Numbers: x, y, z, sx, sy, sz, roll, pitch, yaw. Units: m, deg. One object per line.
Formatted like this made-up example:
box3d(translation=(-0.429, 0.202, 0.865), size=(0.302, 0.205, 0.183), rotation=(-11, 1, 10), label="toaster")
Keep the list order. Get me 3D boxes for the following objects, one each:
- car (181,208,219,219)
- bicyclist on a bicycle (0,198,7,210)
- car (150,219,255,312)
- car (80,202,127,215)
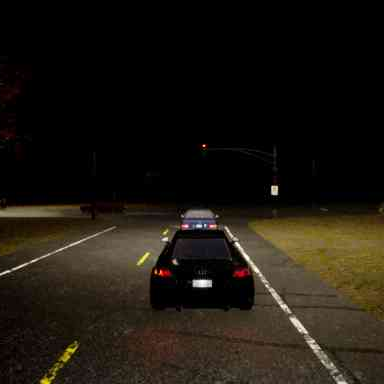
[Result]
box3d(translation=(0.387, 1.530, 17.020), size=(2.033, 1.411, 5.357), rotation=(0, 0, 2), label="car")
box3d(translation=(-25.532, 1.579, 45.049), size=(0.582, 1.620, 1.656), rotation=(-1, 0, 5), label="bicyclist on a bicycle")
box3d(translation=(0.198, 1.558, 7.792), size=(1.994, 1.385, 4.181), rotation=(0, 0, 1), label="car")
box3d(translation=(-9.540, 1.709, 36.074), size=(4.718, 1.301, 1.895), rotation=(-1, 1, 5), label="car")
